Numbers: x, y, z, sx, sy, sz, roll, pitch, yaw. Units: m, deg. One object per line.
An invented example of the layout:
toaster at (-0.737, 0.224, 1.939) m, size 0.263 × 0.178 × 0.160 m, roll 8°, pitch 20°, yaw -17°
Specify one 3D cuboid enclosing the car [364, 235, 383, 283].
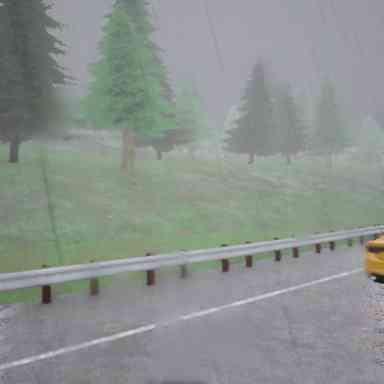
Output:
car at (6.312, 1.480, 8.436) m, size 5.008 × 1.535 × 1.882 m, roll 0°, pitch 0°, yaw -37°
